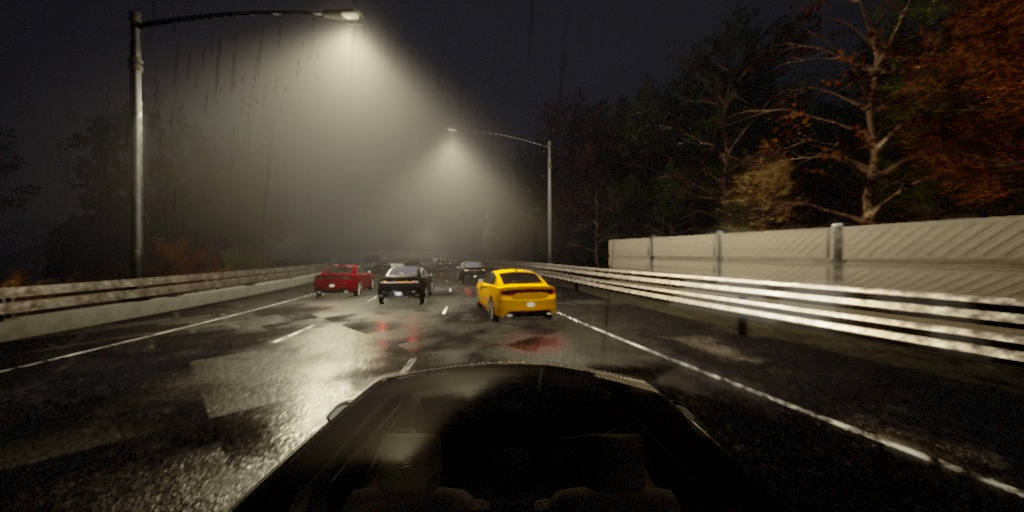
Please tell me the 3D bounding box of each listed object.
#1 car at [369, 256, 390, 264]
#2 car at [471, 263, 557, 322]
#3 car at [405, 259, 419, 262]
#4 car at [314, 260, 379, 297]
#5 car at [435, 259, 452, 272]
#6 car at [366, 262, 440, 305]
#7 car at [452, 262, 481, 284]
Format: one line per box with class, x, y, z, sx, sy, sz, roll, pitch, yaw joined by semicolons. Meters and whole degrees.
car;-15.092;1.134;41.472;2.128;1.511;4.902;0;0;-22
car;-0.050;1.185;12.365;1.882;1.535;5.008;0;0;-13
car;-12.164;1.129;43.545;1.837;1.490;4.892;0;0;-22
car;-8.592;1.189;18.733;1.882;1.535;5.008;0;0;-9
car;-8.448;1.104;43.444;2.128;1.511;4.902;0;0;-21
car;-4.606;1.200;15.958;2.128;1.511;4.902;0;0;-7
car;-2.982;1.153;26.282;2.128;1.511;4.902;0;0;-12
